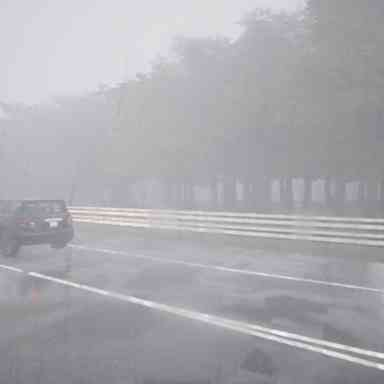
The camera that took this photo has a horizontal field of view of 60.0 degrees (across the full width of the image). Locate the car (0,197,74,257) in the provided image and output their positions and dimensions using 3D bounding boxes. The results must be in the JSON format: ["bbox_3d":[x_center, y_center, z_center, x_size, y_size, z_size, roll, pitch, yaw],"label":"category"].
[{"bbox_3d":[-7.012,1.222,13.173,5.566,2.045,2.150,0,0,35],"label":"car"}]
